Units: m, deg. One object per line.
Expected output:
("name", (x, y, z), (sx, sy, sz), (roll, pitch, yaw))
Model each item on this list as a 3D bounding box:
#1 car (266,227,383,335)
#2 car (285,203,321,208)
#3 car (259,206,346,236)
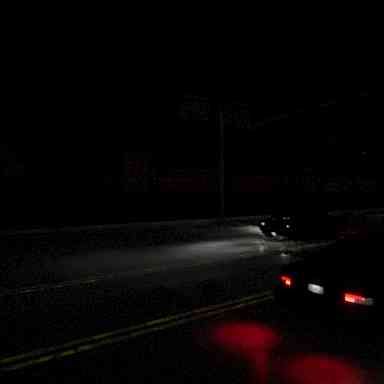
("car", (3.967, 1.547, 6.600), (5.357, 1.411, 2.033), (0, 0, -35))
("car", (7.189, 1.505, 22.014), (4.892, 1.490, 1.837), (0, 0, -35))
("car", (5.555, 1.601, 16.551), (4.718, 1.301, 1.895), (0, 0, -35))
